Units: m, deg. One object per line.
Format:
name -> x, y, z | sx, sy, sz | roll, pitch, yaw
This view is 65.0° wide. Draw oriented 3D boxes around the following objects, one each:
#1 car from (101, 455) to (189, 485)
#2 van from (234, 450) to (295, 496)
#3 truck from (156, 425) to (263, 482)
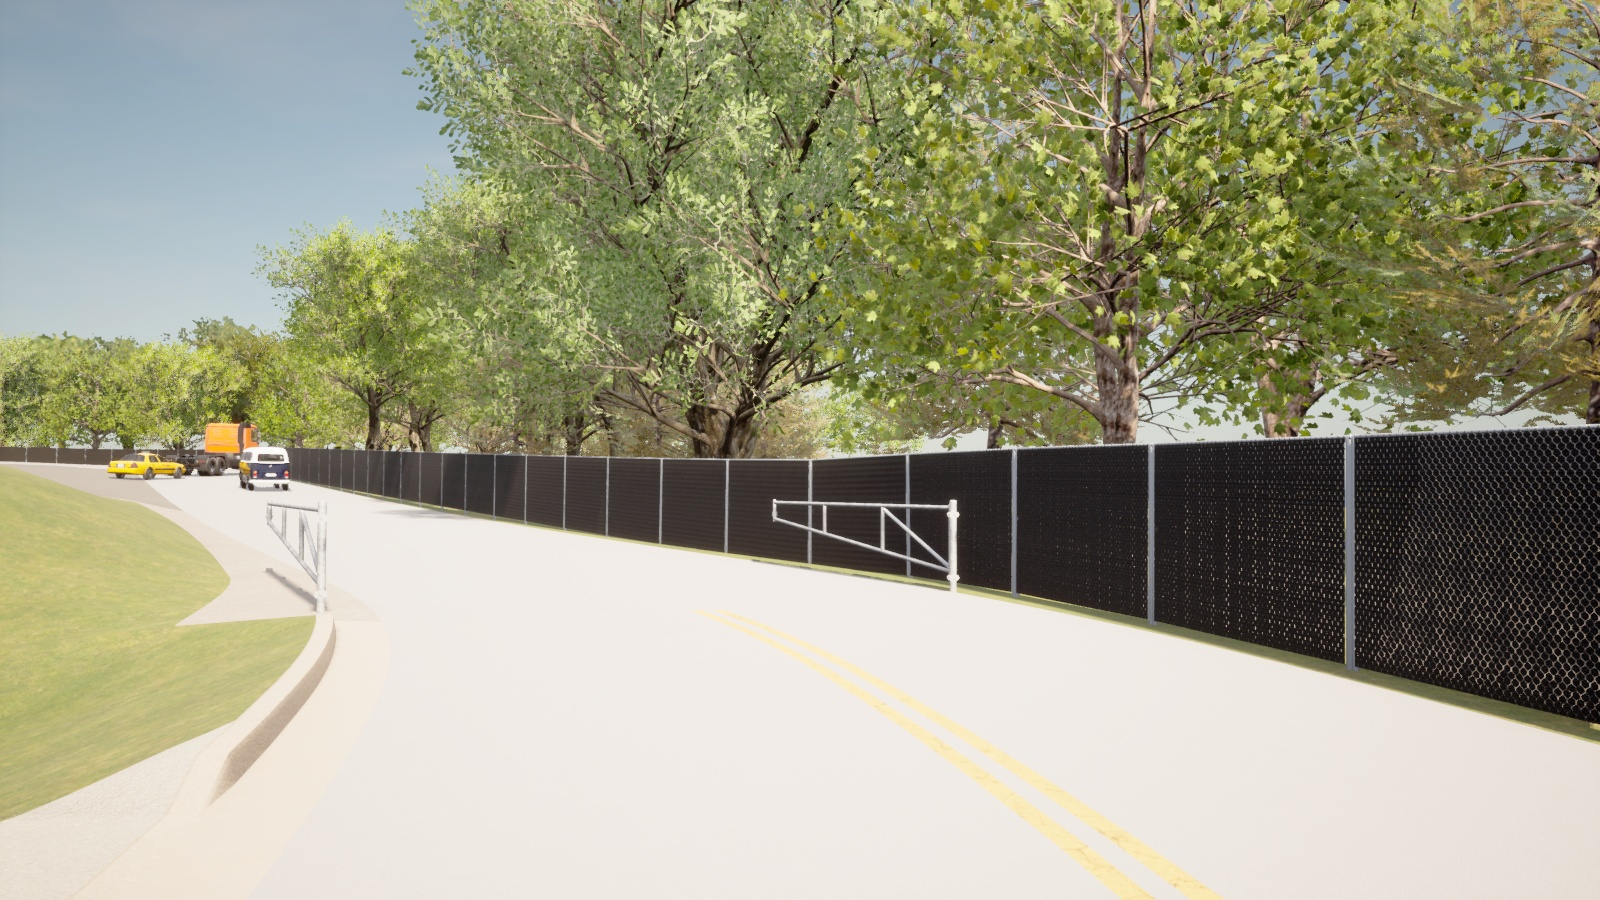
car -> -36.675, 1.126, 70.474 | 1.801, 1.575, 5.366 | 1, 0, 4
van -> -25.523, 1.064, 59.805 | 2.069, 2.038, 4.480 | 1, 0, -31
truck -> -37.914, 0.207, 80.982 | 2.891, 3.462, 7.936 | 1, 0, 2
